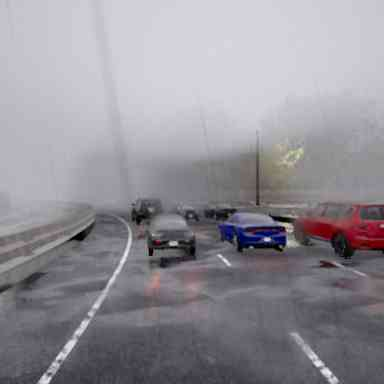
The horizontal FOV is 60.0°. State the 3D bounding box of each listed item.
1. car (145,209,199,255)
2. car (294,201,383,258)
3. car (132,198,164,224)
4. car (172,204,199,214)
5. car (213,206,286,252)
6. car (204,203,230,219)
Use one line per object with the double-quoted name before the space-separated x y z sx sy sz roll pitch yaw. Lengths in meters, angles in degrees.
"car" -0.958 1.676 14.080 1.812 1.442 4.674 0 0 -8
"car" 6.177 1.370 13.577 2.150 2.045 5.566 0 0 -7
"car" -3.736 1.519 27.712 2.150 2.045 5.566 0 0 -15
"car" -0.722 1.843 29.880 1.812 1.442 4.674 0 0 -16
"car" 2.470 1.636 14.823 1.882 1.535 5.008 0 0 -8
"car" 2.563 1.808 31.113 1.882 1.535 5.008 0 0 -16
